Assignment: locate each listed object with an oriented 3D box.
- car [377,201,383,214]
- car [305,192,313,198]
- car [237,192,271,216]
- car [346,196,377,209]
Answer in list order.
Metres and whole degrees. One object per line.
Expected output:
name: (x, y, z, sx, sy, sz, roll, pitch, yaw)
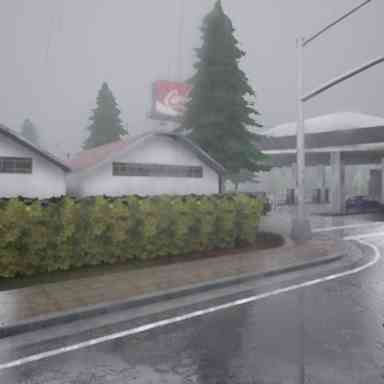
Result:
car: (19.683, 1.098, 31.471, 3.866, 1.878, 1.905, 0, 0, -36)
car: (30.934, 0.851, 88.090, 2.152, 1.636, 5.027, 0, 0, -36)
car: (4.213, 1.065, 28.718, 2.150, 2.045, 5.566, 1, -3, -36)
car: (19.850, 1.238, 38.601, 4.611, 1.667, 2.242, 0, 0, -36)
